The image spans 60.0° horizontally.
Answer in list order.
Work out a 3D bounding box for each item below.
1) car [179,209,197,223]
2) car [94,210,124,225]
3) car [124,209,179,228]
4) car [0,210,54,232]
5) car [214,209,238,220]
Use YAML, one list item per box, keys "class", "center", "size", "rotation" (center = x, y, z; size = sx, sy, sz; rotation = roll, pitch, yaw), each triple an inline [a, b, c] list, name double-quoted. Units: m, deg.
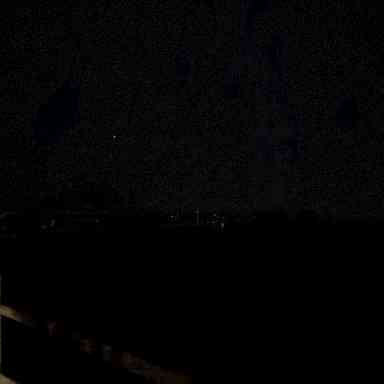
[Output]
- class: "car"
  center: [-1.054, 2.836, 39.963]
  size: [2.128, 1.511, 4.902]
  rotation: [0, -2, 36]
- class: "car"
  center: [-7.010, 2.418, 31.641]
  size: [2.128, 1.511, 4.902]
  rotation: [0, -2, 35]
- class: "car"
  center: [-3.728, 2.338, 31.182]
  size: [2.097, 1.767, 4.553]
  rotation: [0, -2, 36]
- class: "car"
  center: [-12.430, 2.058, 23.964]
  size: [1.837, 1.490, 4.892]
  rotation: [0, -2, 34]
- class: "car"
  center: [5.028, 3.286, 48.413]
  size: [1.837, 1.490, 4.892]
  rotation: [0, -3, 36]
